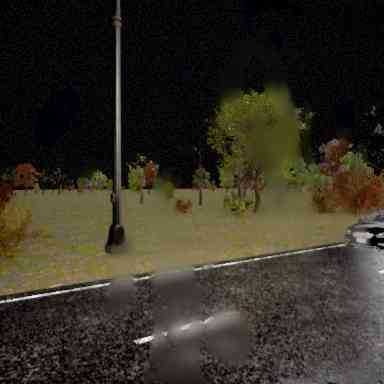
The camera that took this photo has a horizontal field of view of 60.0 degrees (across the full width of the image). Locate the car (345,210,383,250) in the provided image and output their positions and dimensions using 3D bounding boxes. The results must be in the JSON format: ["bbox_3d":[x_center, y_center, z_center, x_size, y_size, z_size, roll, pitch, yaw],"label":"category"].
[{"bbox_3d":[8.083,1.476,13.335,4.902,1.511,2.128,0,0,-35],"label":"car"}]
